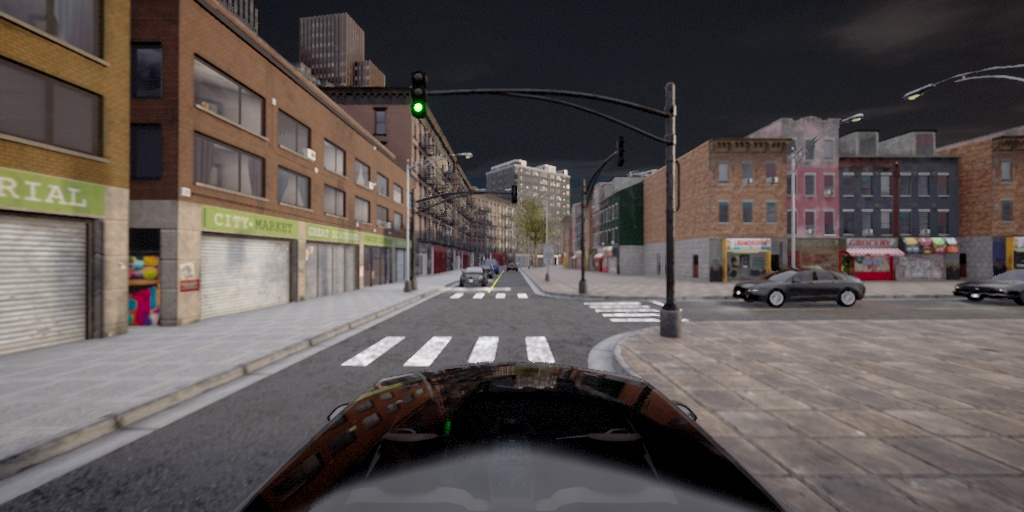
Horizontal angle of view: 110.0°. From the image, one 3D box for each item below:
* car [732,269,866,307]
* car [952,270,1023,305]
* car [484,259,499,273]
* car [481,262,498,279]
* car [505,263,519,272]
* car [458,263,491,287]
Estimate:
[{"bbox_3d":[12.028,1.303,15.215,4.892,1.490,1.837,0,0,0],"label":"car"},{"bbox_3d":[22.351,1.291,15.262,5.357,1.411,2.033,0,0,0],"label":"car"},{"bbox_3d":[-2.906,1.434,48.739,2.150,2.045,5.566,0,-1,1],"label":"car"},{"bbox_3d":[-2.910,1.649,38.116,2.033,1.411,5.357,0,-1,0],"label":"car"},{"bbox_3d":[0.010,1.829,59.231,1.837,1.490,4.892,0,-1,0],"label":"car"},{"bbox_3d":[-2.884,1.523,27.684,1.812,1.442,4.674,0,-1,0],"label":"car"}]
